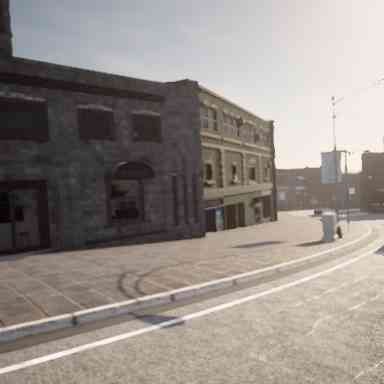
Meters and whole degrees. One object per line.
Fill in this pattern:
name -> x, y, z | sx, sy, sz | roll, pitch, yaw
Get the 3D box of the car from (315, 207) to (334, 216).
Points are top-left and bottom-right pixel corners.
car -> 21.978, 3.308, 55.149 | 2.128, 1.511, 4.902 | -3, -3, 2
